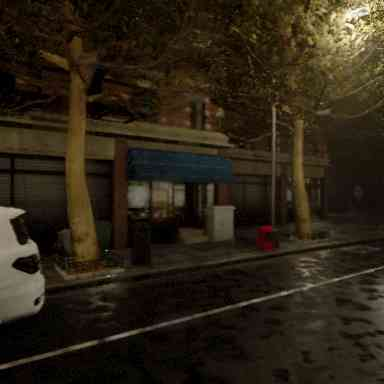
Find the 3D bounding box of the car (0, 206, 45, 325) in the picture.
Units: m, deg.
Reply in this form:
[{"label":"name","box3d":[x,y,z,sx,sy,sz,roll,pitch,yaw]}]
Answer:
[{"label":"car","box3d":[-4.865,1.219,4.150,5.566,2.045,2.435,0,0,-36]}]
